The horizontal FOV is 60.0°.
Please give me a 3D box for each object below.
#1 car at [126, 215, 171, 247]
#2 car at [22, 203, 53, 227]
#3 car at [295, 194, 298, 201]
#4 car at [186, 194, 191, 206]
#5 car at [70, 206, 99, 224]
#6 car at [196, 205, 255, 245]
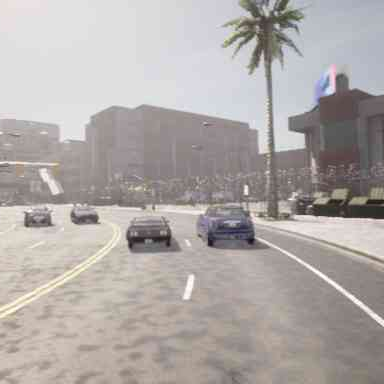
[{"bbox_3d":[-2.016,1.734,15.792,1.895,1.301,4.718,-1,0,-7],"label":"car"},{"bbox_3d":[-12.375,1.880,26.796,2.128,1.511,4.902,-1,-1,-25],"label":"car"},{"bbox_3d":[17.869,1.441,55.413,2.002,1.452,4.674,-1,0,-39],"label":"car"},{"bbox_3d":[-1.556,1.658,61.220,2.185,1.767,4.553,-1,0,-39],"label":"car"},{"bbox_3d":[-9.349,1.890,28.630,2.033,1.411,5.357,-1,0,-26],"label":"car"},{"bbox_3d":[1.458,1.424,16.134,2.097,1.767,4.553,-1,-1,-7],"label":"car"}]
